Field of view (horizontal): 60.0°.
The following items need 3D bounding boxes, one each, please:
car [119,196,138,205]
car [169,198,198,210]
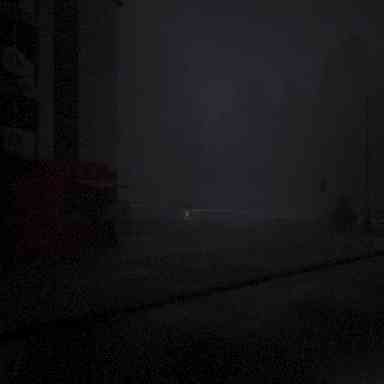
[{"bbox_3d":[-11.015,1.430,57.295,1.994,1.385,4.181,0,0,-36],"label":"car"},{"bbox_3d":[-1.187,1.481,43.389,1.812,1.442,4.674,0,0,-36],"label":"car"}]
